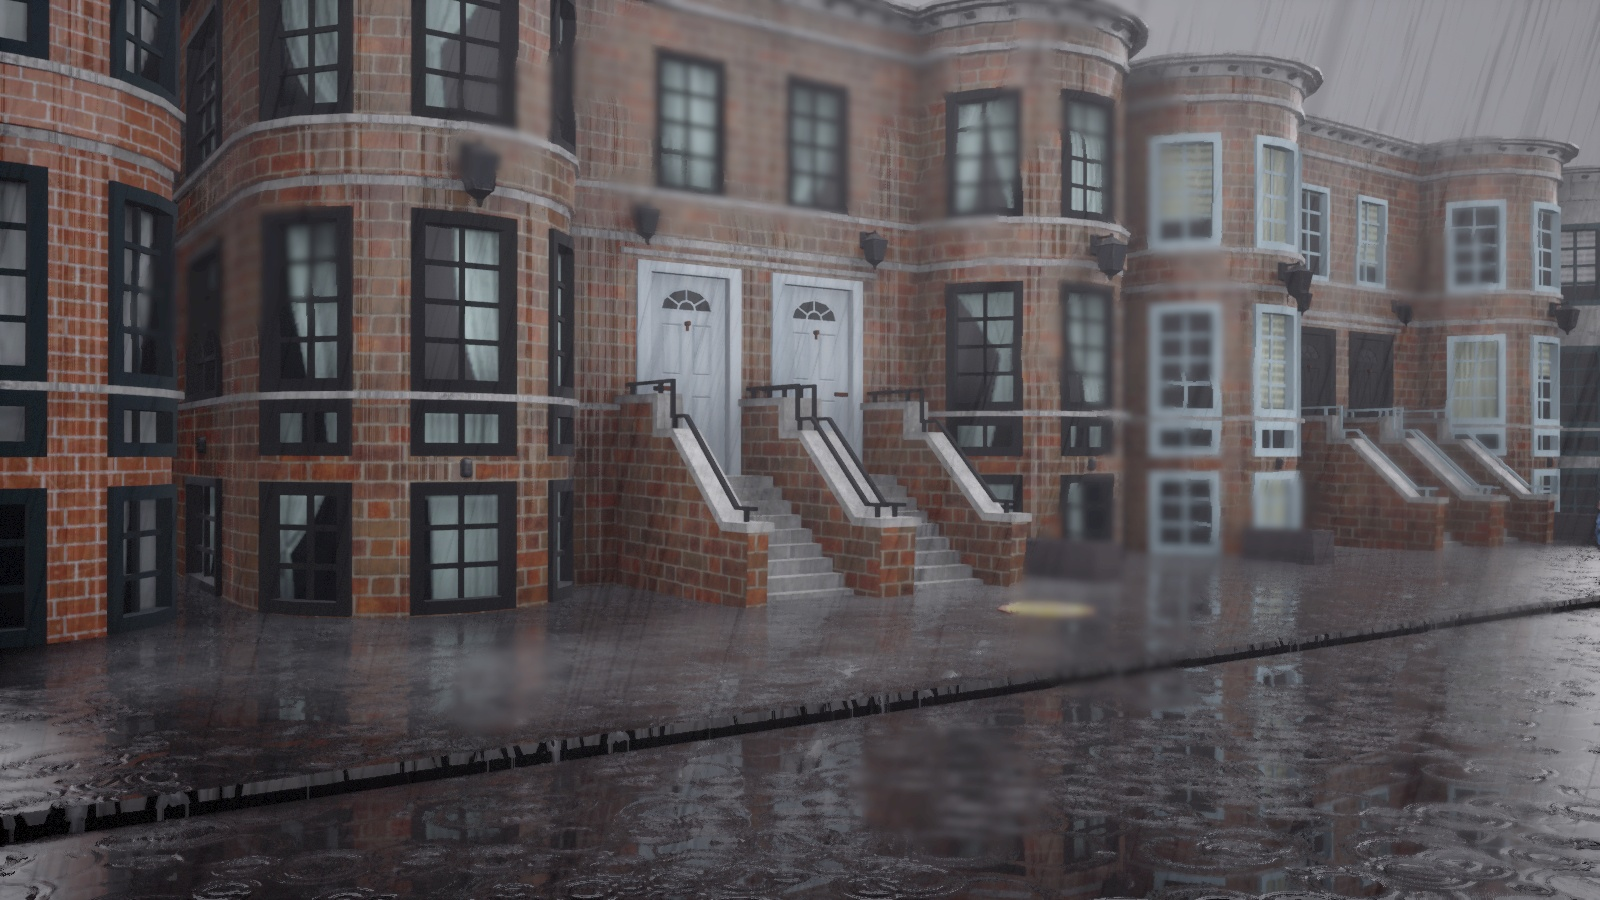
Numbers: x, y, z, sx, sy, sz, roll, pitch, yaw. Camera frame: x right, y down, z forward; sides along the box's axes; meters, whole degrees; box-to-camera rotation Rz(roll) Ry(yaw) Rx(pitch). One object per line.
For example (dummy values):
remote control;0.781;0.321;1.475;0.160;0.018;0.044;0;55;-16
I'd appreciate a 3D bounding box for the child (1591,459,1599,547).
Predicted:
child;11.628;0.754;18.026;0.437;1.263;0.270;0;0;-25
